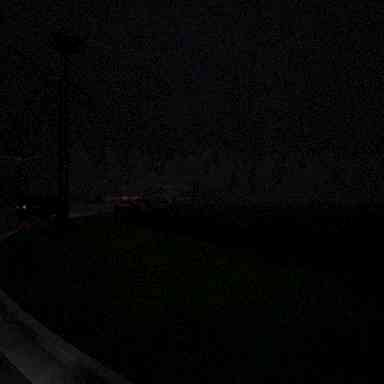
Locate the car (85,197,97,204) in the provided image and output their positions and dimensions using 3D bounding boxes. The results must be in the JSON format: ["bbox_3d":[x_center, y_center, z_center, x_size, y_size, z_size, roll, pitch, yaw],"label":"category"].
[{"bbox_3d":[-20.669,1.746,70.458,2.033,1.411,5.357,0,0,9],"label":"car"}]

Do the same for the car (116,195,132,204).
[{"bbox_3d":[-13.688,1.798,69.774,1.895,1.301,4.718,0,0,9],"label":"car"}]

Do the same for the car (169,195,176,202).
[{"bbox_3d":[-5.177,1.545,78.494,1.882,1.535,5.008,0,0,9],"label":"car"}]

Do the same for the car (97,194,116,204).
[{"bbox_3d":[-17.209,1.418,69.926,2.150,2.045,5.566,0,0,9],"label":"car"}]

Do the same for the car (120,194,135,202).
[{"bbox_3d":[-15.545,1.429,80.152,2.097,1.767,4.553,0,0,9],"label":"car"}]

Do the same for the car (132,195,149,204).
[{"bbox_3d":[-10.228,1.546,69.247,2.097,1.767,4.553,0,0,9],"label":"car"}]

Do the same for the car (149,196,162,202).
[{"bbox_3d":[-8.631,1.622,79.056,1.994,1.385,4.181,0,0,9],"label":"car"}]

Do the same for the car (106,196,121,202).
[{"bbox_3d":[-18.995,1.601,80.743,1.812,1.442,4.674,0,0,9],"label":"car"}]

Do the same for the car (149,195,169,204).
[{"bbox_3d":[-6.784,1.762,68.620,1.994,1.385,4.181,0,0,9],"label":"car"}]

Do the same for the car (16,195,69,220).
[{"bbox_3d":[-13.066,1.313,29.422,2.150,2.045,5.566,0,0,8],"label":"car"}]

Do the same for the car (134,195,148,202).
[{"bbox_3d":[-12.086,1.550,79.619,1.882,1.535,5.008,0,0,9],"label":"car"}]
